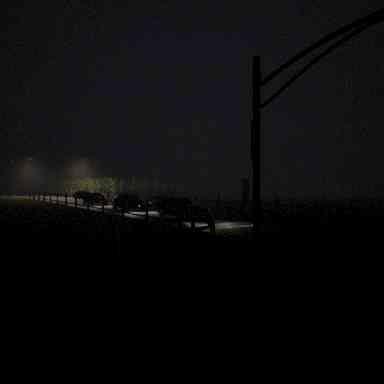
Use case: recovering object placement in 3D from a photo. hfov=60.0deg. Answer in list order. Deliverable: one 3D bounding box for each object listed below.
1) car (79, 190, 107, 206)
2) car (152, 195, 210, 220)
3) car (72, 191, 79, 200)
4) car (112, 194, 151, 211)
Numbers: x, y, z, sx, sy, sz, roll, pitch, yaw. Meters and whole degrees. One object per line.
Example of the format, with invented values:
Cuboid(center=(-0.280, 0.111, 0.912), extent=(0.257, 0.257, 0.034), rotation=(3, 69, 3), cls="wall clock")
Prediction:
Cuboid(center=(-11.723, 0.815, 40.024), extent=(1.812, 1.442, 4.674), rotation=(0, 1, -35), cls="car")
Cuboid(center=(-0.718, 1.114, 24.198), extent=(1.882, 1.535, 5.008), rotation=(0, 1, -35), cls="car")
Cuboid(center=(-18.973, 0.463, 56.869), extent=(1.882, 1.535, 5.008), rotation=(0, 1, -35), cls="car")
Cuboid(center=(-6.117, 0.970, 31.952), extent=(1.837, 1.490, 4.892), rotation=(0, 1, -35), cls="car")
